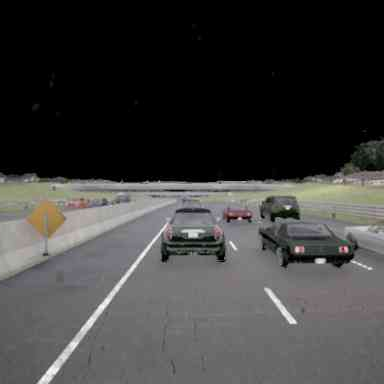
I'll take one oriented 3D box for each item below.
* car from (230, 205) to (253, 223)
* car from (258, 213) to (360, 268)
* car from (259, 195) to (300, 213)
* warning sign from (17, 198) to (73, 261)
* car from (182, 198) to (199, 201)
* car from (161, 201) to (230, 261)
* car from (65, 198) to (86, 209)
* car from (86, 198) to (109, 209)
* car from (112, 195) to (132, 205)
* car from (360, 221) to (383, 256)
[{"bbox_3d":[3.483,1.665,26.400,1.895,1.301,4.718,0,0,0],"label":"car"},{"bbox_3d":[3.543,1.616,11.356,1.895,1.301,4.718,0,0,0],"label":"car"},{"bbox_3d":[6.983,1.291,26.920,2.150,2.045,5.566,0,0,0],"label":"car"},{"bbox_3d":[-4.583,1.130,10.469,1.300,1.860,1.060,-1,-1,0],"label":"warning sign"},{"bbox_3d":[-0.019,1.422,27.568,2.097,1.767,4.553,0,0,0],"label":"car"},{"bbox_3d":[0.046,1.368,12.497,2.097,1.767,4.553,0,0,0],"label":"car"},{"bbox_3d":[-17.843,1.647,51.391,2.097,1.767,4.553,0,-1,0],"label":"car"},{"bbox_3d":[-14.349,1.648,51.534,2.097,1.767,4.553,0,-1,0],"label":"car"},{"bbox_3d":[-10.853,1.525,52.004,2.150,2.045,5.566,0,-1,0],"label":"car"},{"bbox_3d":[7.043,1.615,11.363,1.895,1.301,4.718,0,0,0],"label":"car"}]
